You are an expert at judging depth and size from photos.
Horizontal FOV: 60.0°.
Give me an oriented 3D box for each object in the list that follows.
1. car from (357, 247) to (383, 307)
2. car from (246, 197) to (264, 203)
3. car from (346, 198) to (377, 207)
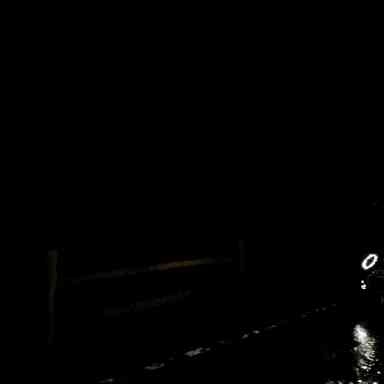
[{"bbox_3d":[5.470,1.363,6.971,4.553,1.767,2.097,0,0,-35],"label":"car"},{"bbox_3d":[14.437,1.877,76.719,1.812,1.442,4.674,0,0,-35],"label":"car"},{"bbox_3d":[28.771,1.804,56.535,1.837,1.490,4.892,0,2,-35],"label":"car"}]
